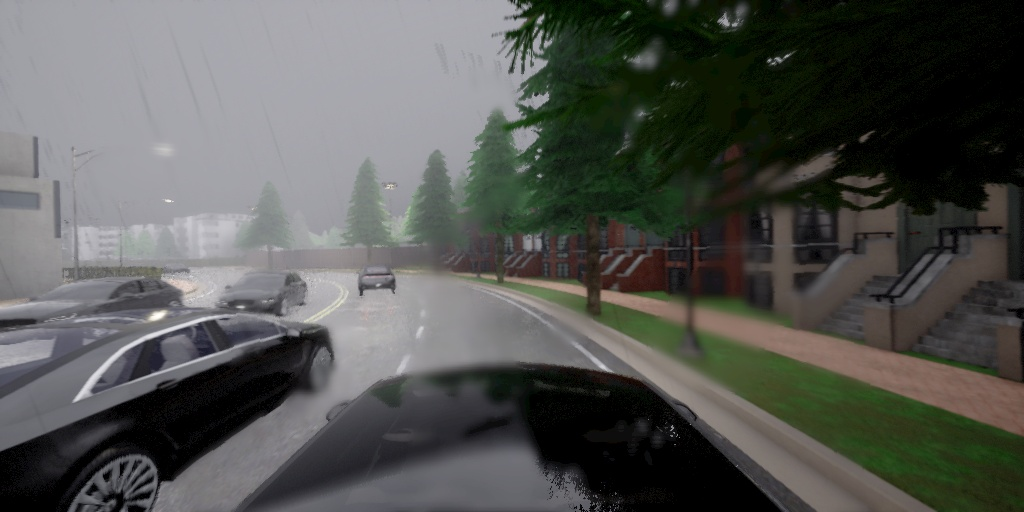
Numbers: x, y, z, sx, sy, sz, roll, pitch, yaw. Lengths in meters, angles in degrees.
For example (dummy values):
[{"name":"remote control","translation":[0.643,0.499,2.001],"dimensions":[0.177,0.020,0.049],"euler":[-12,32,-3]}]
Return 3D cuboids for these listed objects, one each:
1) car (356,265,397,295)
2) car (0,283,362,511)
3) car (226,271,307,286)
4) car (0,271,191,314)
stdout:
[{"name":"car","translation":[-7.620,1.258,20.139],"dimensions":[2.128,1.511,4.902],"euler":[-1,0,-23]},{"name":"car","translation":[-3.629,1.292,3.761],"dimensions":[2.128,1.511,4.902],"euler":[-1,0,-2]},{"name":"car","translation":[-8.955,1.339,13.238],"dimensions":[1.837,1.490,4.892],"euler":[-1,0,-17]},{"name":"car","translation":[-11.793,1.408,10.390],"dimensions":[1.837,1.490,4.892],"euler":[0,0,-15]}]
